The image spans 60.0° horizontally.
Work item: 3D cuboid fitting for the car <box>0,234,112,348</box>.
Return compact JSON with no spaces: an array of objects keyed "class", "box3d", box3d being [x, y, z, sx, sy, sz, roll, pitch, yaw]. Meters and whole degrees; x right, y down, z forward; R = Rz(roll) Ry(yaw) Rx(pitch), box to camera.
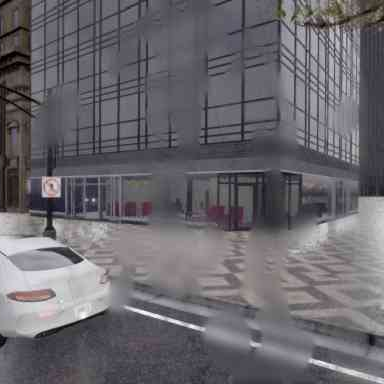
[{"class":"car","box3d":[-3.453,1.525,6.143,4.674,1.442,1.812,0,0,35]}]
